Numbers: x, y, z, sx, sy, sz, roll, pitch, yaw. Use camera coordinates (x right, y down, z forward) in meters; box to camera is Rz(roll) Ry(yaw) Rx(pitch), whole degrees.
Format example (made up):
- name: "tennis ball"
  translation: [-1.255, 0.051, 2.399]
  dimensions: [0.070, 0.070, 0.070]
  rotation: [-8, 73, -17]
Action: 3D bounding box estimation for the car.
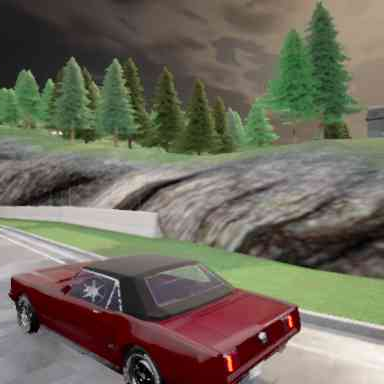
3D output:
- name: "car"
  translation: [-0.969, 1.634, 5.051]
  dimensions: [4.718, 1.301, 1.895]
  rotation: [-1, 0, 41]
